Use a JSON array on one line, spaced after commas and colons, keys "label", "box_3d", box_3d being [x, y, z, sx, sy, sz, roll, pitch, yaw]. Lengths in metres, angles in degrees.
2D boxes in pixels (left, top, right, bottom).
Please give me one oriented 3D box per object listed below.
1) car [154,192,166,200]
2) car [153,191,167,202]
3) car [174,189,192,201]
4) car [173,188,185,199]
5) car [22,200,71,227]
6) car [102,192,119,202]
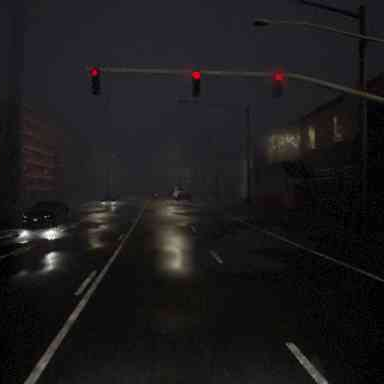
[{"label": "car", "box_3d": [-5.624, 0.676, 57.928, 1.994, 1.385, 4.181, -1, 0, -6]}, {"label": "car", "box_3d": [-4.598, 0.599, 47.549, 2.128, 1.511, 4.902, -1, 0, -6]}, {"label": "car", "box_3d": [-1.155, 0.629, 48.311, 1.994, 1.385, 4.181, -1, 0, -6]}, {"label": "car", "box_3d": [-2.149, 0.297, 58.306, 2.150, 2.045, 5.566, -1, 0, -6]}, {"label": "car", "box_3d": [-9.120, 1.292, 21.242, 1.837, 1.490, 4.892, -1, 1, -6]}, {"label": "car", "box_3d": [-11.729, 0.723, 48.256, 2.033, 1.411, 5.357, -1, 0, -5]}]
